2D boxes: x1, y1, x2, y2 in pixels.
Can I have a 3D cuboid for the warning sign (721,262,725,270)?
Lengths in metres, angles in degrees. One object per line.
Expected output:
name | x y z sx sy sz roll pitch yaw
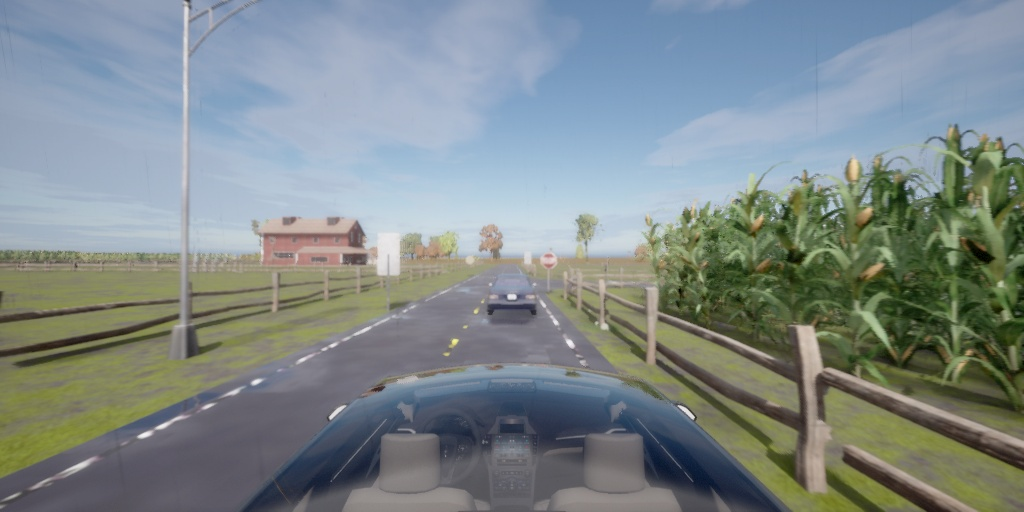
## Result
warning sign | 15.875 1.208 26.521 1.060 1.860 1.300 0 0 0

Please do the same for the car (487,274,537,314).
car | 0.021 1.419 14.347 2.033 1.411 5.357 0 -1 1
